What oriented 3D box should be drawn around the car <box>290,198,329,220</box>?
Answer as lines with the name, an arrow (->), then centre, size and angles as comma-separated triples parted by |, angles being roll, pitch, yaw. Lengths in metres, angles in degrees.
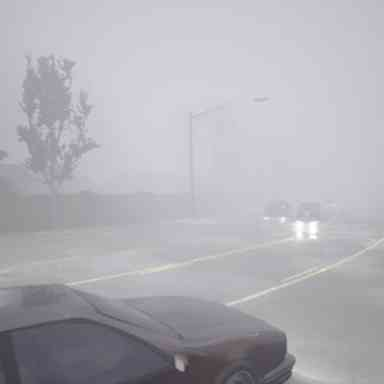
car -> 10.316, 1.572, 28.968 | 2.128, 1.511, 4.902 | -1, -1, 26

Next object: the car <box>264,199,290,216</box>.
car -> 8.821, 1.513, 33.932 | 2.097, 1.767, 4.553 | -1, -1, 25

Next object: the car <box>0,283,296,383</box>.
car -> -1.454, 1.580, 2.753 | 5.357, 1.411, 2.033 | -1, 0, -37

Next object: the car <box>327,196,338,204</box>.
car -> 28.063, 1.597, 66.492 | 2.128, 1.511, 4.902 | -1, 0, 25
